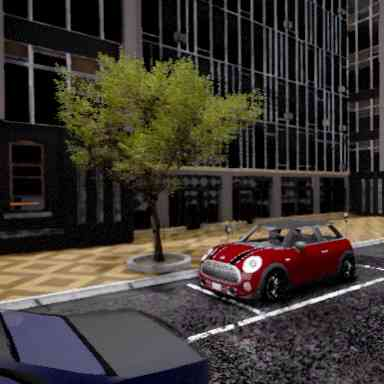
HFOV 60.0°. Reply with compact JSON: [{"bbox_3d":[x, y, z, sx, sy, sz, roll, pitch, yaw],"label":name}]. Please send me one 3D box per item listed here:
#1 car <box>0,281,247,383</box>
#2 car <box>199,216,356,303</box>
[{"bbox_3d":[-2.286,1.547,1.745,5.357,1.411,2.033,0,0,-35],"label":"car"},{"bbox_3d":[2.133,1.447,8.110,4.097,1.590,1.967,0,-1,-35],"label":"car"}]
